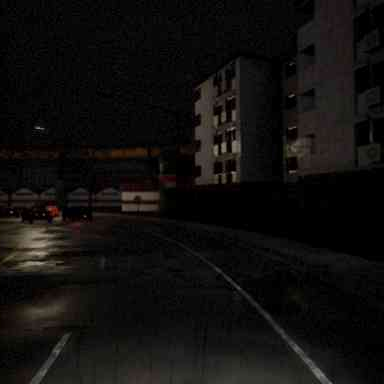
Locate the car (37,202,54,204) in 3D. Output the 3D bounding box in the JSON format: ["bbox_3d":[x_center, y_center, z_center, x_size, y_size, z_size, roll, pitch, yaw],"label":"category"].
[{"bbox_3d":[-17.612,1.964,39.093,4.553,1.767,2.097,-1,-1,41],"label":"car"}]

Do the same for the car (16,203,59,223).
[{"bbox_3d":[-14.293,2.030,30.631,2.033,1.411,5.357,0,-1,-38],"label":"car"}]

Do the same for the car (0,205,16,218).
[{"bbox_3d":[-21.164,2.167,37.449,4.181,1.385,1.994,-1,-1,39],"label":"car"}]

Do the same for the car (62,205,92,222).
[{"bbox_3d":[-11.090,2.017,32.103,1.812,1.442,4.674,0,-1,-37],"label":"car"}]
